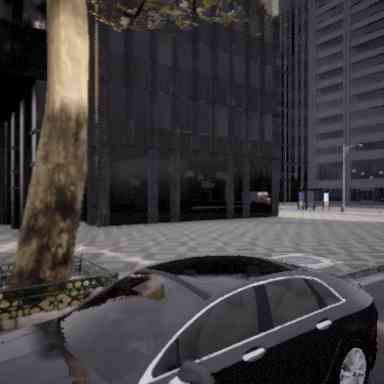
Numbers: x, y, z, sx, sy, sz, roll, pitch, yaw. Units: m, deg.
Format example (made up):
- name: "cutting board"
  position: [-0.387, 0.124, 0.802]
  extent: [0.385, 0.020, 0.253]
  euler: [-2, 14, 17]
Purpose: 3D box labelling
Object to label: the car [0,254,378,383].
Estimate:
- name: "car"
  position: [0.036, 1.511, 3.404]
  extent: [4.892, 1.490, 1.837]
  euler: [0, 0, -36]
